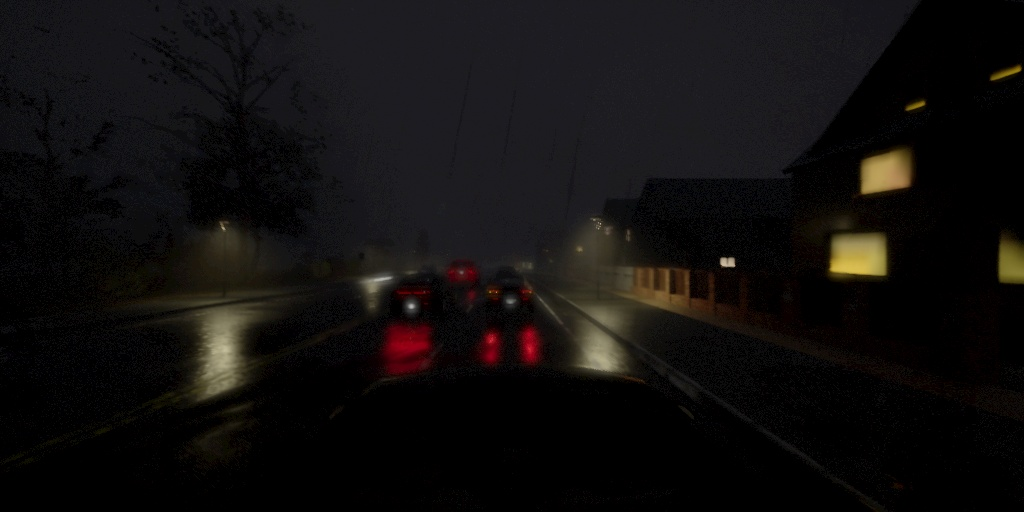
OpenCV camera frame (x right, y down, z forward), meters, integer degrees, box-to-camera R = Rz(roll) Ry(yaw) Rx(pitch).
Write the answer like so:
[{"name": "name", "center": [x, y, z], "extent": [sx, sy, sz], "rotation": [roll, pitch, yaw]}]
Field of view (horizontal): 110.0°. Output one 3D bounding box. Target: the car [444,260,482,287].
[{"name": "car", "center": [-3.647, 1.301, 28.120], "extent": [2.150, 2.045, 5.566], "rotation": [0, 0, -1]}]

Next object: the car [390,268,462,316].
[{"name": "car", "center": [-3.319, 1.412, 14.183], "extent": [1.837, 1.490, 4.892], "rotation": [0, 0, -1]}]

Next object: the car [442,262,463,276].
[{"name": "car", "center": [-7.763, 1.662, 47.016], "extent": [2.097, 1.767, 4.553], "rotation": [0, -1, -2]}]

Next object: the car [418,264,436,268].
[{"name": "car", "center": [-11.005, 1.805, 46.796], "extent": [2.128, 1.511, 4.902], "rotation": [0, -1, -2]}]

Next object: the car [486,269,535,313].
[{"name": "car", "center": [-0.078, 1.438, 14.903], "extent": [1.812, 1.442, 4.674], "rotation": [0, 0, -1]}]

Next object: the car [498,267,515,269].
[{"name": "car", "center": [-0.428, 1.595, 29.295], "extent": [1.837, 1.490, 4.892], "rotation": [0, 0, -1]}]
